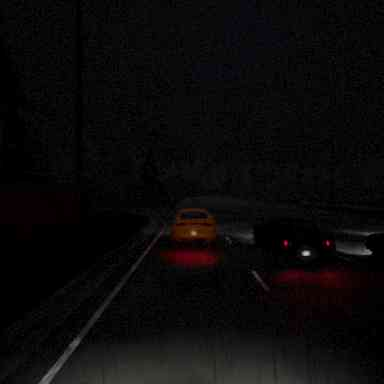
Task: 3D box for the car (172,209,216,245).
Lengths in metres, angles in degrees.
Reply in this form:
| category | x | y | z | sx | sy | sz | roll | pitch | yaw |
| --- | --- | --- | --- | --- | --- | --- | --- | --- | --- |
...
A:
| category | x | y | z | sx | sy | sz | roll | pitch | yaw |
| --- | --- | --- | --- | --- | --- | --- | --- | --- | --- |
| car | 0.069 | 1.527 | 15.906 | 1.882 | 1.535 | 5.008 | 0 | 0 | 0 |

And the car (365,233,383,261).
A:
| category | x | y | z | sx | sy | sz | roll | pitch | yaw |
| --- | --- | --- | --- | --- | --- | --- | --- | --- | --- |
| car | 7.069 | 1.577 | 9.412 | 2.033 | 1.411 | 5.357 | 0 | 0 | 0 |

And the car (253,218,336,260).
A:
| category | x | y | z | sx | sy | sz | roll | pitch | yaw |
| --- | --- | --- | --- | --- | --- | --- | --- | --- | --- |
| car | 3.584 | 1.641 | 12.640 | 1.895 | 1.301 | 4.718 | 0 | 0 | 0 |
